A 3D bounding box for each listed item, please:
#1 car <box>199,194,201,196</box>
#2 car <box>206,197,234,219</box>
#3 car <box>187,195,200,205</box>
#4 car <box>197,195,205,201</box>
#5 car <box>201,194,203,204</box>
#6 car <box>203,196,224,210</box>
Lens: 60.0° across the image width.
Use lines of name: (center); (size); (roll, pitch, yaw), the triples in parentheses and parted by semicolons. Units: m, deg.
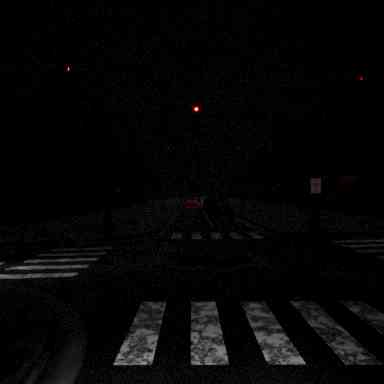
car: (2.914, 1.505, 67.886); (2.097, 1.767, 4.553); (0, 0, 0)
car: (2.597, 1.473, 29.715); (1.967, 1.590, 4.097); (-1, 0, 0)
car: (0.042, 1.722, 60.171); (1.895, 1.301, 4.718); (0, 0, 0)
car: (2.525, 1.712, 94.544); (1.967, 1.590, 4.097); (-1, 0, 0)
car: (2.584, 1.374, 40.520); (2.192, 1.841, 5.009); (-1, 0, 0)
car: (2.590, 1.360, 35.117); (2.192, 1.841, 5.009); (-1, 0, 0)
